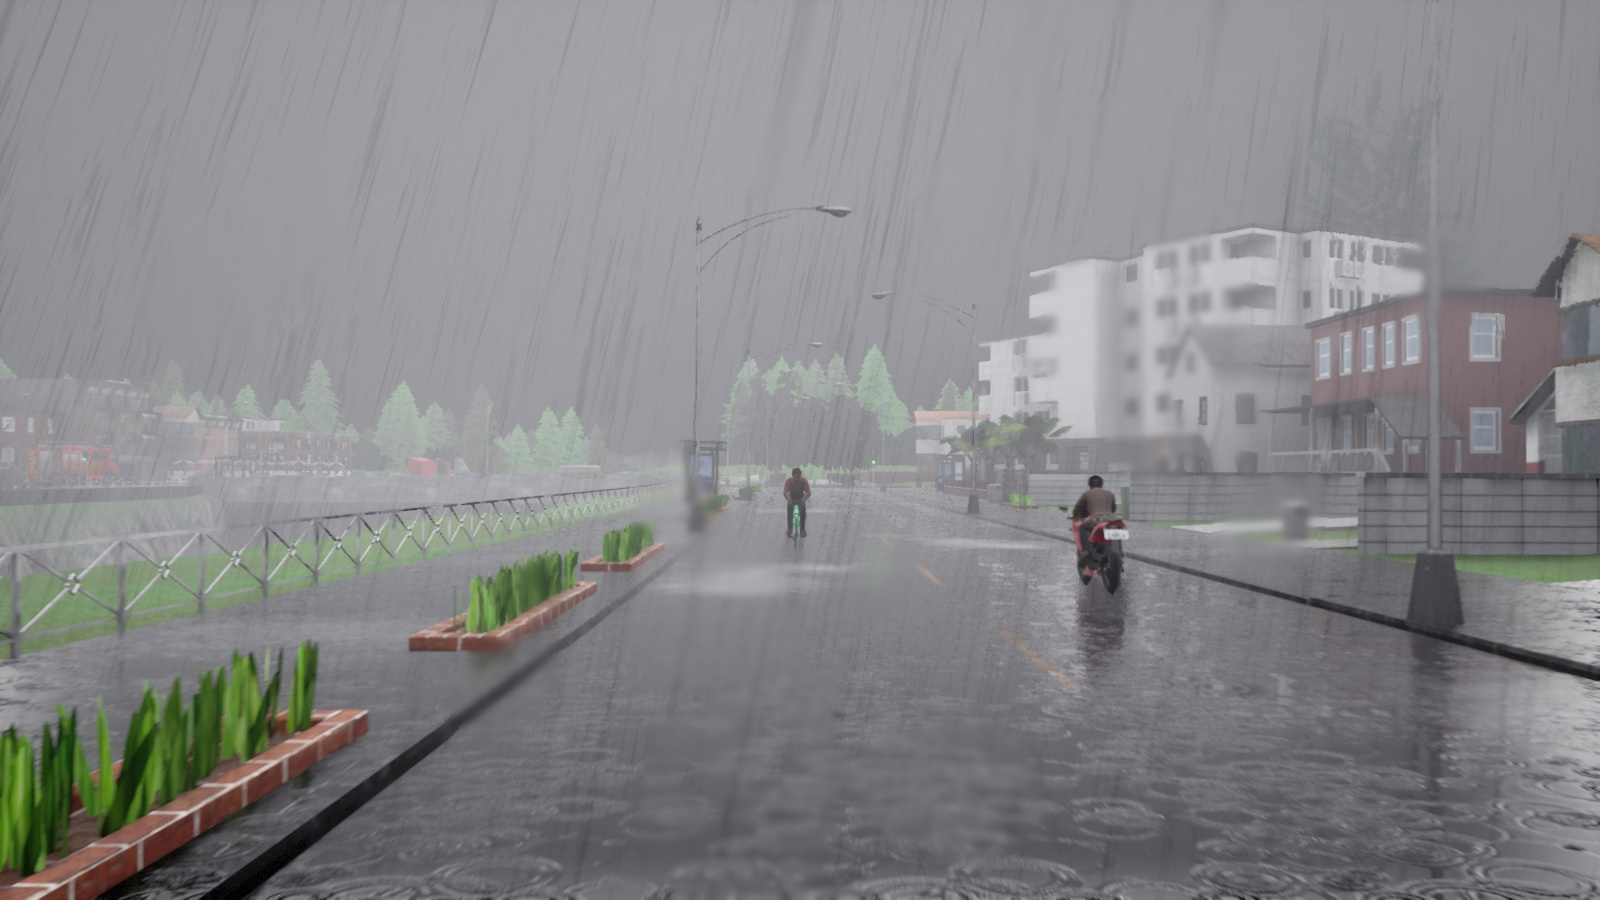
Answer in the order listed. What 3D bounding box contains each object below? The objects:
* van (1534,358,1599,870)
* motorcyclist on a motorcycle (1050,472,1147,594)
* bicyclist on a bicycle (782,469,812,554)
[{"bbox_3d":[3.992,0.603,3.063,1.775,1.987,4.442,0,-1,0],"label":"van"},{"bbox_3d":[3.961,1.063,16.828,0.797,1.523,2.044,0,-1,0],"label":"motorcyclist on a motorcycle"},{"bbox_3d":[-0.059,1.185,24.935,0.582,1.620,1.656,0,-1,0],"label":"bicyclist on a bicycle"}]
